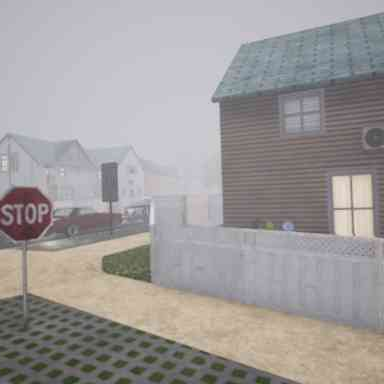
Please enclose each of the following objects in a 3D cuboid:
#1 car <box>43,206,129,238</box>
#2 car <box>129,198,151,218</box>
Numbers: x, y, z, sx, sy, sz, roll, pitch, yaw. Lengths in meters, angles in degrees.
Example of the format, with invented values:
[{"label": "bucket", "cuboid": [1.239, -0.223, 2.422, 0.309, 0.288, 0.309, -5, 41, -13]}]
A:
[{"label": "car", "cuboid": [-5.465, 1.393, 16.290, 1.895, 1.301, 4.718, -2, 0, 26]}, {"label": "car", "cuboid": [-3.731, 1.271, 27.326, 2.128, 1.511, 4.902, -2, 0, 22]}]
